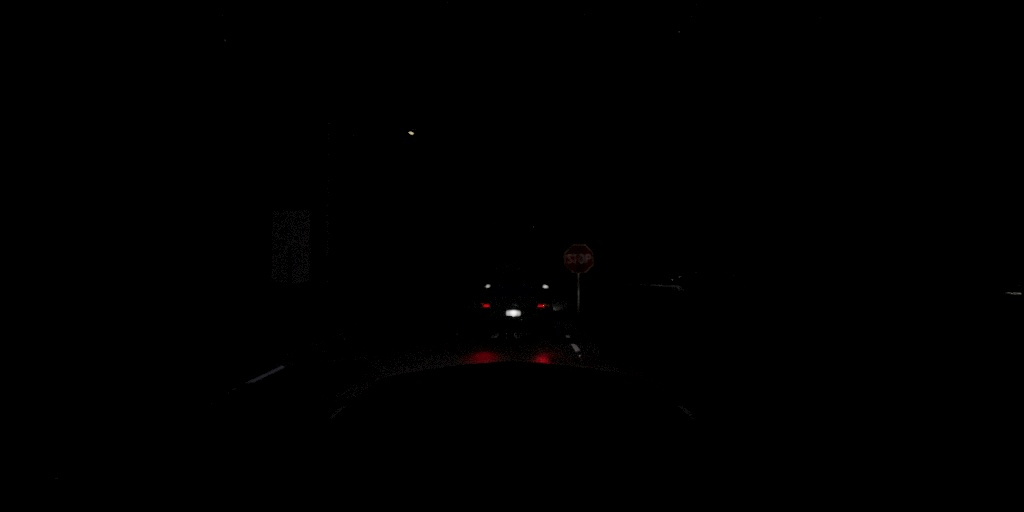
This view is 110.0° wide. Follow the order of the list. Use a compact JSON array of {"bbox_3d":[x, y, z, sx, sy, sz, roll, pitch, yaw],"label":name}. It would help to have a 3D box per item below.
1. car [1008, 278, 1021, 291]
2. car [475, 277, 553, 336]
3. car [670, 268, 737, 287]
[{"bbox_3d":[41.166,1.989,27.352,4.892,1.490,1.837,0,-1,1],"label":"car"},{"bbox_3d":[0.126,1.305,10.387,1.994,1.385,4.181,0,0,3],"label":"car"},{"bbox_3d":[14.658,1.605,27.544,4.674,1.442,1.812,1,-1,0],"label":"car"}]
